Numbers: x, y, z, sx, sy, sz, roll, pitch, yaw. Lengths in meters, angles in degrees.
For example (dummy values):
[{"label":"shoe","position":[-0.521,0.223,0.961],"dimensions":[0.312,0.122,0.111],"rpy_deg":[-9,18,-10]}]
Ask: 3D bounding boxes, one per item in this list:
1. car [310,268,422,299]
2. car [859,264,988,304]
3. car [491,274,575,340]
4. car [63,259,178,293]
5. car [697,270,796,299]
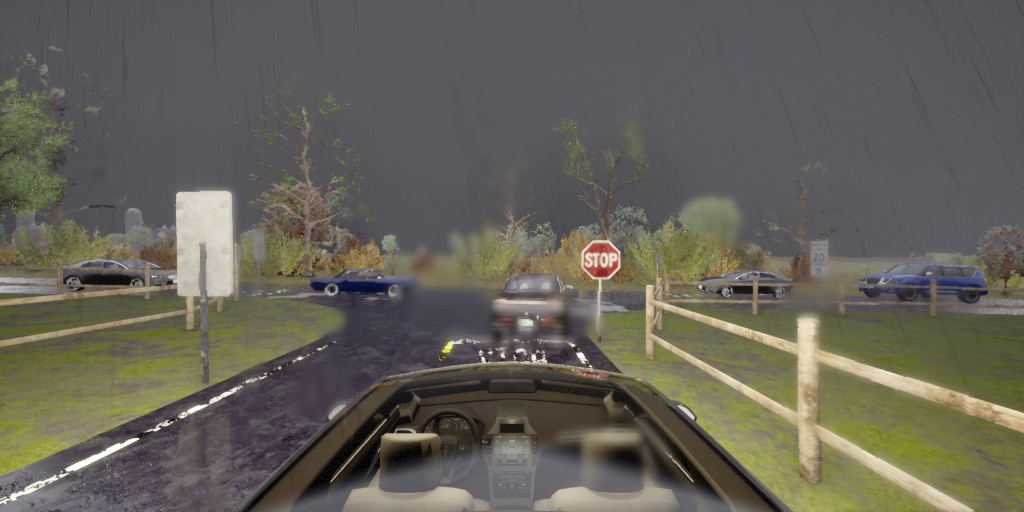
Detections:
[{"label":"car","position":[-6.822,1.248,17.138],"dimensions":[4.718,1.301,1.895],"rpy_deg":[1,1,0]},{"label":"car","position":[22.899,1.466,20.054],"dimensions":[5.566,2.045,2.150],"rpy_deg":[1,1,0]},{"label":"car","position":[0.706,1.240,10.107],"dimensions":[2.128,1.511,4.902],"rpy_deg":[0,0,9]},{"label":"car","position":[-18.490,0.885,17.154],"dimensions":[4.902,1.511,2.128],"rpy_deg":[1,1,0]},{"label":"car","position":[13.003,1.525,20.065],"dimensions":[4.902,1.511,2.128],"rpy_deg":[1,1,0]}]
